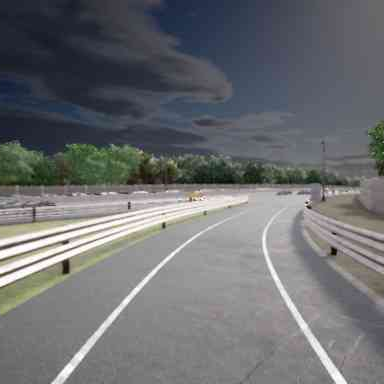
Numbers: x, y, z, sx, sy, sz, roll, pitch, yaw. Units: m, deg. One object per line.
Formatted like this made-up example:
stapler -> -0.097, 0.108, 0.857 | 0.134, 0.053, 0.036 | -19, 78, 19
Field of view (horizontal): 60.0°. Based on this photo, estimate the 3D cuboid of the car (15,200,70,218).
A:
car -> -15.141, 1.680, 34.542 | 1.837, 1.490, 4.892 | 1, 2, 41

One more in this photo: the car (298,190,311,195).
car -> 29.241, 0.123, 86.285 | 2.033, 1.411, 5.357 | 1, 2, 41

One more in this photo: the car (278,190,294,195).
car -> 24.325, 0.156, 85.929 | 2.033, 1.411, 5.357 | 1, 2, 41

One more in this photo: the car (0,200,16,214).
car -> -17.797, 1.704, 36.822 | 2.033, 1.411, 5.357 | 1, 2, 41

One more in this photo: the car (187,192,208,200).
car -> 1.160, 0.712, 64.295 | 1.882, 1.535, 5.008 | 1, 2, 41
